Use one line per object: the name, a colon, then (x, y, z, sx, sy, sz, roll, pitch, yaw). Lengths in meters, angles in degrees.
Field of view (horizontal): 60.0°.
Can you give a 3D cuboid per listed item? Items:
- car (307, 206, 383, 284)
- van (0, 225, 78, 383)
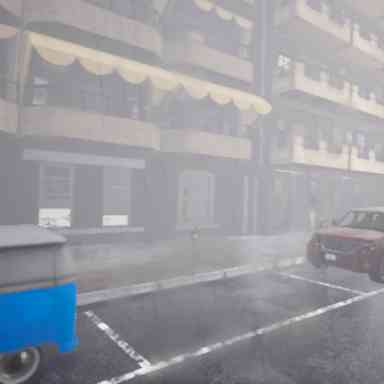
car: (5.666, 1.394, 10.106, 5.009, 1.841, 2.192, 1, 1, -35)
van: (-3.342, 1.337, 3.687, 3.998, 1.788, 1.690, 1, 1, -35)
